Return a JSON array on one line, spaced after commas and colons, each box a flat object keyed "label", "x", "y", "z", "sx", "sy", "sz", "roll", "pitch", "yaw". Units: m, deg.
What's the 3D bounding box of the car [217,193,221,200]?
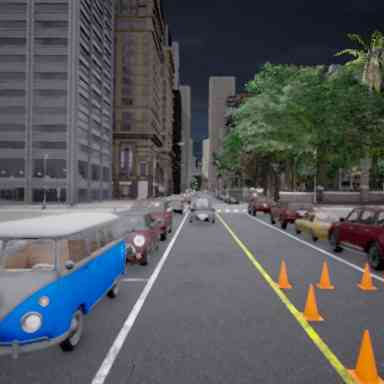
[{"label": "car", "x": 7.812, "y": 1.531, "z": 81.303, "sx": 1.802, "sy": 1.307, "sz": 4.206, "roll": 1, "pitch": 0, "yaw": 1}]

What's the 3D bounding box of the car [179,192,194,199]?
[{"label": "car", "x": -1.168, "y": 1.209, "z": 59.826, "sx": 2.192, "sy": 1.841, "sz": 5.009, "roll": 1, "pitch": 0, "yaw": 1}]

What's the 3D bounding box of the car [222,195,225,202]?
[{"label": "car", "x": 7.466, "y": 1.573, "z": 65.045, "sx": 1.802, "sy": 1.307, "sz": 4.206, "roll": 1, "pitch": 0, "yaw": 1}]

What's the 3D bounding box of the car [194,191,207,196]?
[{"label": "car", "x": 2.248, "y": 1.200, "z": 90.623, "sx": 2.097, "sy": 1.767, "sz": 4.553, "roll": 1, "pitch": 0, "yaw": 1}]

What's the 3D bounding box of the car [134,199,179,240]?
[{"label": "car", "x": -2.084, "y": 1.275, "z": 16.812, "sx": 2.192, "sy": 1.841, "sz": 5.009, "roll": 1, "pitch": 0, "yaw": 1}]

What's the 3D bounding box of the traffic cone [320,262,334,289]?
[{"label": "traffic cone", "x": 3.210, "y": 1.990, "z": 8.031, "sx": 0.340, "sy": 0.580, "sz": 0.340, "roll": 1, "pitch": 0, "yaw": 1}]

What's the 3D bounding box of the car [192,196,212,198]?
[{"label": "car", "x": 1.128, "y": 1.499, "z": 38.081, "sx": 1.812, "sy": 1.442, "sz": 4.674, "roll": 1, "pitch": 0, "yaw": 1}]

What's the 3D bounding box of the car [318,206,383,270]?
[{"label": "car", "x": 6.322, "y": 1.387, "z": 11.131, "sx": 2.192, "sy": 1.841, "sz": 5.009, "roll": 1, "pitch": 0, "yaw": 1}]

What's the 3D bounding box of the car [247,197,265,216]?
[{"label": "car", "x": 6.789, "y": 1.369, "z": 33.074, "sx": 2.192, "sy": 1.841, "sz": 5.009, "roll": 1, "pitch": 0, "yaw": 1}]

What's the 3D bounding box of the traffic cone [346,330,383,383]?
[{"label": "traffic cone", "x": 2.125, "y": 1.979, "z": 4.054, "sx": 0.340, "sy": 0.580, "sz": 0.340, "roll": 1, "pitch": 0, "yaw": 1}]

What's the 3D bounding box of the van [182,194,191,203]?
[{"label": "van", "x": -1.053, "y": 1.223, "z": 65.245, "sx": 1.690, "sy": 1.788, "sz": 3.998, "roll": 1, "pitch": 0, "yaw": 1}]

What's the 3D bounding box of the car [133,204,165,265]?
[{"label": "car", "x": -2.202, "y": 1.403, "z": 11.326, "sx": 1.967, "sy": 1.590, "sz": 4.097, "roll": 1, "pitch": 0, "yaw": 1}]

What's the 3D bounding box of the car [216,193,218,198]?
[{"label": "car", "x": 7.928, "y": 1.478, "z": 86.722, "sx": 1.887, "sy": 1.381, "sz": 4.507, "roll": 1, "pitch": 0, "yaw": 1}]

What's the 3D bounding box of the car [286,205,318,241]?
[{"label": "car", "x": 6.439, "y": 1.594, "z": 16.787, "sx": 1.752, "sy": 1.417, "sz": 4.829, "roll": 1, "pitch": 0, "yaw": 1}]

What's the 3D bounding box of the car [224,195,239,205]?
[{"label": "car", "x": 7.351, "y": 1.569, "z": 59.627, "sx": 1.947, "sy": 1.339, "sz": 4.313, "roll": 1, "pitch": 0, "yaw": 1}]

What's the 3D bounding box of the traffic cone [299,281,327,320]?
[{"label": "traffic cone", "x": 2.168, "y": 1.978, "z": 6.053, "sx": 0.340, "sy": 0.580, "sz": 0.340, "roll": 1, "pitch": 0, "yaw": 1}]

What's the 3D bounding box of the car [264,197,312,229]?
[{"label": "car", "x": 6.555, "y": 1.380, "z": 22.102, "sx": 2.192, "sy": 1.841, "sz": 5.009, "roll": 1, "pitch": 0, "yaw": 1}]

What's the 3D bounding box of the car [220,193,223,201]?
[{"label": "car", "x": 7.583, "y": 1.418, "z": 70.464, "sx": 1.967, "sy": 1.590, "sz": 4.097, "roll": 1, "pitch": 0, "yaw": 1}]

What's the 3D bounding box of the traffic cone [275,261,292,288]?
[{"label": "traffic cone", "x": 2.210, "y": 1.977, "z": 8.052, "sx": 0.340, "sy": 0.580, "sz": 0.340, "roll": 1, "pitch": 0, "yaw": 1}]

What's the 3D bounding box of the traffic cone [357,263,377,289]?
[{"label": "traffic cone", "x": 4.210, "y": 2.003, "z": 8.010, "sx": 0.340, "sy": 0.580, "sz": 0.340, "roll": 1, "pitch": 0, "yaw": 1}]

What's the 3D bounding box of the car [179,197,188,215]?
[{"label": "car", "x": -1.737, "y": 1.511, "z": 33.273, "sx": 1.947, "sy": 1.339, "sz": 4.313, "roll": 1, "pitch": 0, "yaw": 1}]

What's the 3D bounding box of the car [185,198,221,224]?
[{"label": "car", "x": 0.753, "y": 1.481, "z": 24.474, "sx": 2.128, "sy": 1.511, "sz": 4.902, "roll": 1, "pitch": 0, "yaw": 1}]

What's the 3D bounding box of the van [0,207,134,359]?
[{"label": "van", "x": -2.317, "y": 1.307, "z": 5.840, "sx": 1.690, "sy": 1.788, "sz": 3.998, "roll": 1, "pitch": 0, "yaw": 1}]
